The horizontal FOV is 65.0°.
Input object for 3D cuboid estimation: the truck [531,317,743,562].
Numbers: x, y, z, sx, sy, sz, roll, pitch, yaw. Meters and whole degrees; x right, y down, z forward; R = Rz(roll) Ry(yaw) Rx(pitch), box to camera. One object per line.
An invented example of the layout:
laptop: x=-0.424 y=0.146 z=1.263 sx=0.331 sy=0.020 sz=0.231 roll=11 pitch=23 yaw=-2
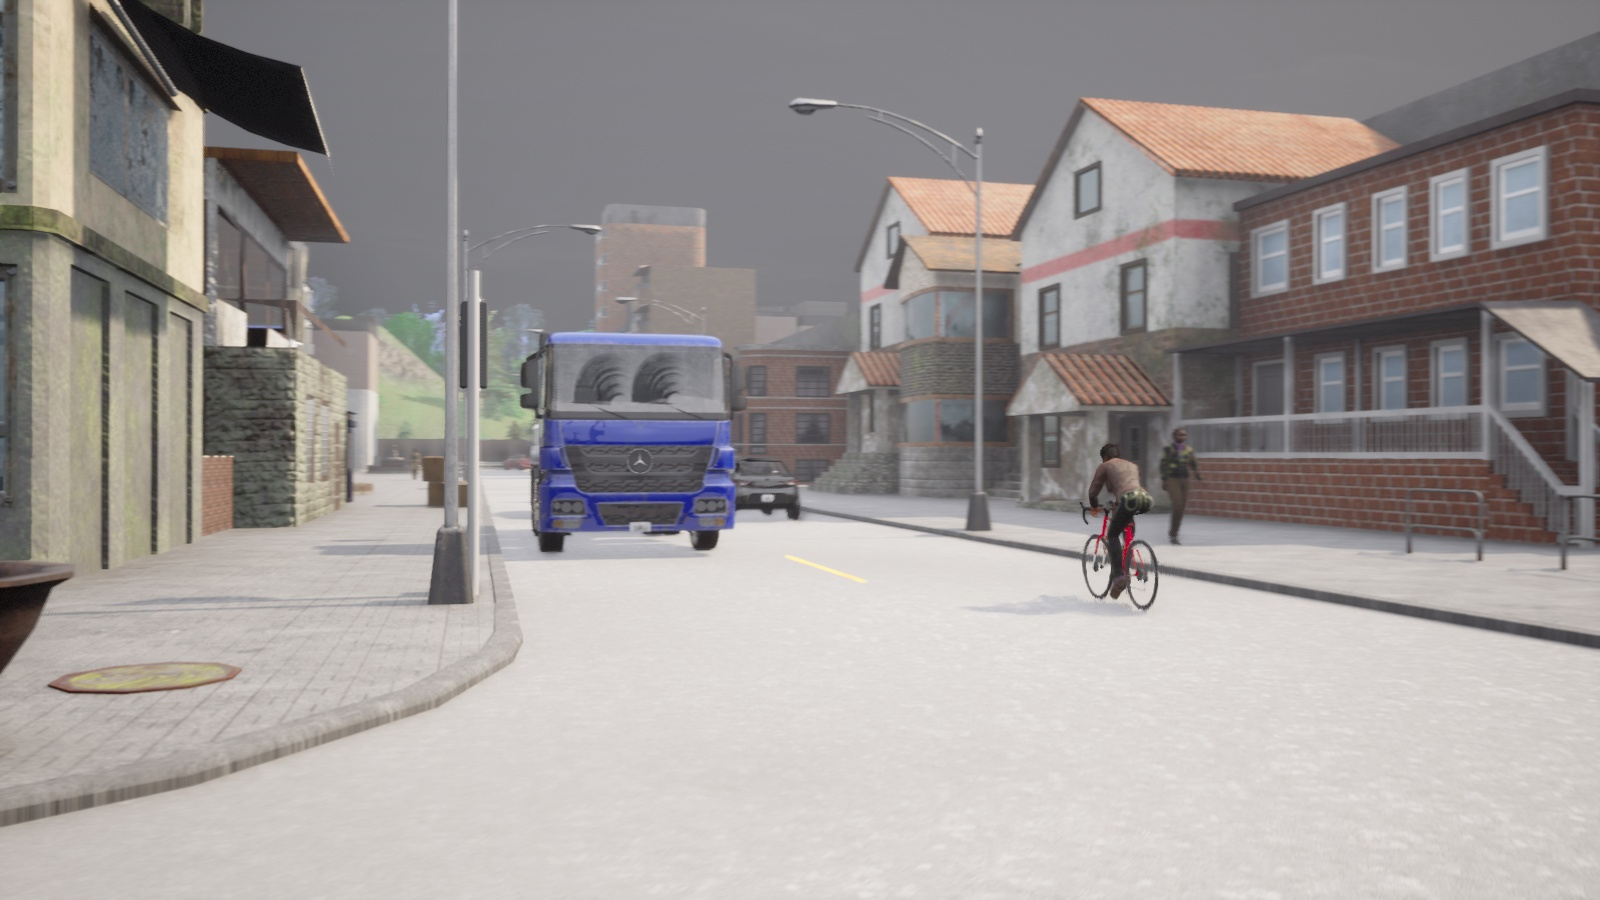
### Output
truck: x=-3.155 y=-0.130 z=21.957 sx=2.891 sy=3.462 sz=7.936 roll=0 pitch=0 yaw=-13

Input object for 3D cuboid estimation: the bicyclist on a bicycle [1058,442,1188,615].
bicyclist on a bicycle: x=3.209 y=0.742 z=12.634 sx=0.582 sy=1.620 sz=1.656 roll=-1 pitch=0 yaw=-12

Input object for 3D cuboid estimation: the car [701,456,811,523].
car: x=-1.143 y=0.894 z=30.271 sx=1.816 sy=1.474 sz=4.193 roll=0 pitch=0 yaw=-14

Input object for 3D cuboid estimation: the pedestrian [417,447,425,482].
pedestrian: x=-20.964 y=0.822 z=69.426 sx=0.396 sy=1.930 sz=0.692 roll=0 pitch=0 yaw=-16

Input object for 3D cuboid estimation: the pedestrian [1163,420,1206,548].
pedestrian: x=5.901 y=0.518 z=19.307 sx=0.395 sy=1.930 sz=0.692 roll=0 pitch=0 yaw=-5
